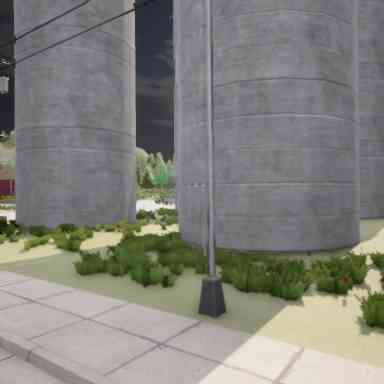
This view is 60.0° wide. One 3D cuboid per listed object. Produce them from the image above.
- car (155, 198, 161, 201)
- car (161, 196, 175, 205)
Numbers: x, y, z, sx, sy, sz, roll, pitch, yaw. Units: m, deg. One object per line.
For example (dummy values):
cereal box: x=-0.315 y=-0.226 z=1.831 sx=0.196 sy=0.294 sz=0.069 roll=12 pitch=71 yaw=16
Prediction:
car: x=-7.642 y=2.124 z=85.196 sx=3.905 sy=1.438 sz=1.784 roll=-1 pitch=0 yaw=35
car: x=-3.697 y=1.770 z=67.424 sx=3.866 sy=1.878 sz=1.905 roll=-1 pitch=0 yaw=35
